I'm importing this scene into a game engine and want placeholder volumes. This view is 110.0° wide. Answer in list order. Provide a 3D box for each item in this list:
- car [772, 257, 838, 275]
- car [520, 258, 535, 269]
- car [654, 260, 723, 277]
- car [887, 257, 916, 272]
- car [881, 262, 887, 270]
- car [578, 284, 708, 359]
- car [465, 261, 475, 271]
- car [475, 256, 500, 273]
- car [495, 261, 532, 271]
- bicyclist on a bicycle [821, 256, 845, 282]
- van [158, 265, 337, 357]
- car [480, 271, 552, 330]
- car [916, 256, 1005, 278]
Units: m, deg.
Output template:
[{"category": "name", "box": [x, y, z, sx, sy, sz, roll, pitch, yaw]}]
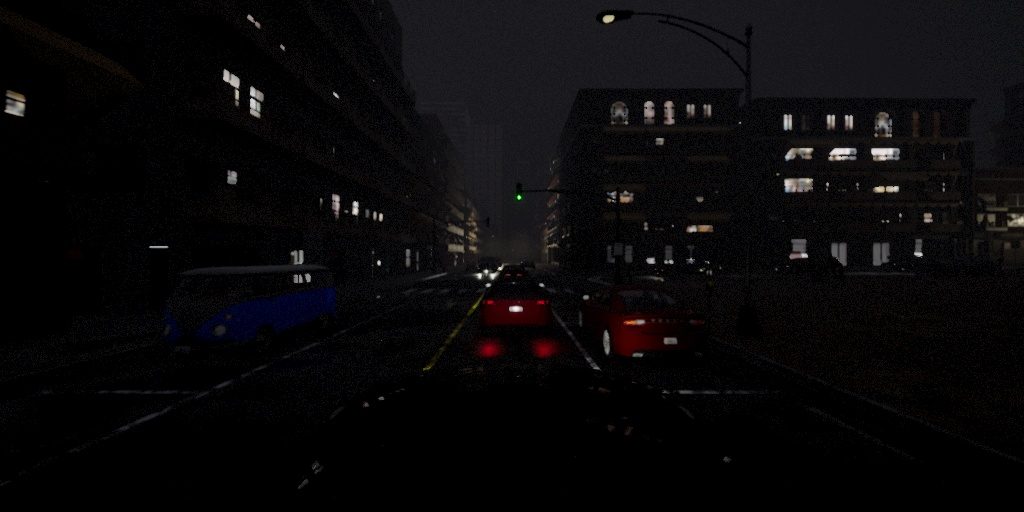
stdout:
[{"category": "car", "box": [25.624, 0.863, 31.433, 4.902, 1.511, 2.128, -1, 0, -1]}, {"category": "car", "box": [2.688, 1.322, 57.296, 1.967, 1.591, 4.097, 0, 0, 0]}, {"category": "car", "box": [15.349, 1.081, 31.293, 5.357, 1.411, 2.033, -1, 0, -1]}, {"category": "car", "box": [36.608, 0.800, 31.581, 4.718, 1.301, 1.895, -1, 0, -1]}, {"category": "car", "box": [37.928, 0.728, 34.205, 4.313, 1.339, 1.948, 0, 0, -1]}, {"category": "car", "box": [2.689, 1.308, 8.297, 1.888, 1.381, 4.507, 0, 0, 0]}, {"category": "car", "box": [-5.691, 1.417, 51.773, 2.007, 1.370, 4.403, 0, 0, 0]}, {"category": "car", "box": [-3.087, 1.071, 45.782, 2.150, 2.045, 5.566, 0, 0, 0]}, {"category": "car", "box": [0.100, 1.301, 23.408, 1.837, 1.490, 4.892, 0, 0, 0]}, {"category": "bicyclist on a bicycle", "box": [20.244, 0.812, 22.621, 0.582, 1.620, 1.656, -1, 0, -1]}, {"category": "van", "box": [-5.692, 1.104, 8.298, 1.690, 1.789, 3.998, 0, 0, 0]}, {"category": "car", "box": [0.099, 1.334, 11.206, 1.994, 1.385, 4.181, 0, 0, 0]}, {"category": "car", "box": [32.477, 0.851, 25.747, 4.403, 1.370, 2.007, 0, 0, -1]}]
